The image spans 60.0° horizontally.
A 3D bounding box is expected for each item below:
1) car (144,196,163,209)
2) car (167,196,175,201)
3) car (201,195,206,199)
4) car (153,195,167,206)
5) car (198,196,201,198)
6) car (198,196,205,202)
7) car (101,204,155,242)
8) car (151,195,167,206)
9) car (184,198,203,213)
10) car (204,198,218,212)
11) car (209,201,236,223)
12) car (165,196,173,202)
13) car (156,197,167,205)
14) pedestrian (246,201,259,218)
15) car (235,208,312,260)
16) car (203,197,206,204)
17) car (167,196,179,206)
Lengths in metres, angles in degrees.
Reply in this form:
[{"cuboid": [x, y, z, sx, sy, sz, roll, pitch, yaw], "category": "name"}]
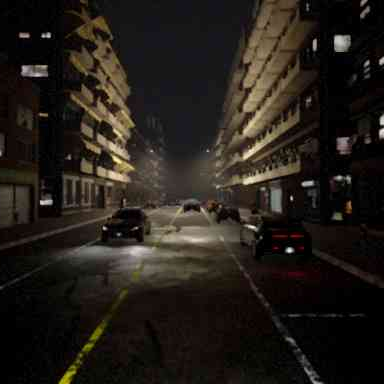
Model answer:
[{"cuboid": [-5.786, 1.679, 47.825, 1.947, 1.339, 4.313, 1, 0, 0], "category": "car"}, {"cuboid": [-5.885, 1.788, 92.393, 1.947, 1.339, 4.313, 1, 0, 0], "category": "car"}, {"cuboid": [2.569, 1.723, 58.946, 1.802, 1.307, 4.206, 1, 0, 0], "category": "car"}, {"cuboid": [-5.794, 1.442, 53.396, 2.192, 1.841, 5.009, 1, 0, 0], "category": "car"}, {"cuboid": [-0.108, 1.665, 49.066, 2.033, 1.411, 5.357, 0, 0, 0], "category": "car"}, {"cuboid": [2.515, 1.735, 86.971, 1.752, 1.417, 4.829, 1, 0, 0], "category": "car"}, {"cuboid": [-3.149, 1.565, 16.637, 1.812, 1.442, 4.674, 0, 0, 0], "category": "car"}, {"cuboid": [-5.807, 1.455, 58.967, 2.192, 1.841, 5.009, 1, 0, 0], "category": "car"}, {"cuboid": [-0.001, 1.693, 38.480, 1.895, 1.301, 4.718, 0, 0, 0], "category": "car"}, {"cuboid": [2.619, 1.613, 36.831, 1.752, 1.417, 4.829, 1, 0, 0], "category": "car"}, {"cuboid": [2.644, 1.612, 25.519, 2.008, 1.369, 4.403, 1, 0, 0], "category": "car"}, {"cuboid": [-5.871, 1.733, 86.652, 1.752, 1.417, 4.829, 1, 0, 0], "category": "car"}, {"cuboid": [-5.823, 1.736, 64.538, 1.802, 1.307, 4.206, 1, 0, 0], "category": "car"}, {"cuboid": [2.892, 1.331, 15.525, 0.375, 1.860, 0.375, 1, -1, -5], "category": "pedestrian"}, {"cuboid": [2.972, 1.536, 12.572, 1.837, 1.490, 4.892, 0, 0, 0], "category": "car"}, {"cuboid": [2.607, 1.683, 42.233, 1.802, 1.307, 4.206, 1, 0, 0], "category": "car"}, {"cuboid": [-3.186, 1.642, 56.834, 1.837, 1.490, 4.892, 0, 0, 0], "category": "car"}]
